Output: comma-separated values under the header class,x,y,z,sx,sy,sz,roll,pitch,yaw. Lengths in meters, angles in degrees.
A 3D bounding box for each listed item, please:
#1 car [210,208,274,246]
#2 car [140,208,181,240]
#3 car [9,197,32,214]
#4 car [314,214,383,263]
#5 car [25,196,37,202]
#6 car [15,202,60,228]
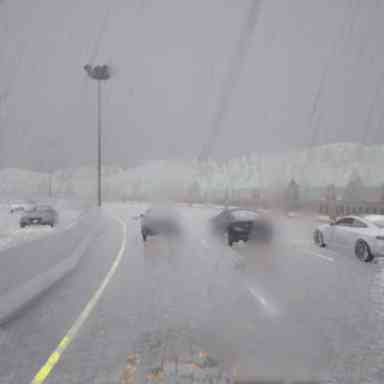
class,x,y,z,sx,sy,sz,roll,pitch,yaw
car,2.131,1.494,15.472,1.882,1.535,5.008,0,0,-9
car,-1.691,1.561,17.191,1.812,1.442,4.674,0,0,-10
car,-19.491,1.667,37.794,1.812,1.442,4.674,0,0,-26
car,6.161,1.520,11.970,1.812,1.442,4.674,0,0,-7
car,-29.378,1.571,59.752,2.097,1.767,4.553,0,0,-39
car,-10.289,1.643,22.718,1.994,1.385,4.181,0,0,-15
